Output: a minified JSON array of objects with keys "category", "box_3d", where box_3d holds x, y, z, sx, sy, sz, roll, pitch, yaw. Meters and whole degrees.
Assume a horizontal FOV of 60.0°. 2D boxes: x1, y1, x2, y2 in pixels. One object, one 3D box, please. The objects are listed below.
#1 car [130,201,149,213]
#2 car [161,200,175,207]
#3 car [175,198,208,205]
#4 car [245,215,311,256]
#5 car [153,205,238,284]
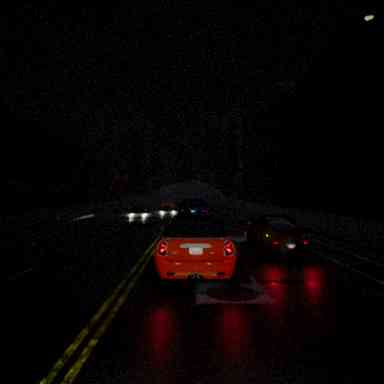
[{"category":"car","box_3d":[-6.621,1.831,42.219,1.882,1.535,5.008,0,-1,0]},{"category":"car","box_3d":[-3.335,1.870,47.606,1.882,1.535,5.008,0,-1,0]},{"category":"car","box_3d":[0.066,1.447,25.282,2.150,2.045,5.566,0,0,0]},{"category":"car","box_3d":[3.345,1.648,13.524,1.812,1.442,4.674,0,0,0]},{"category":"car","box_3d":[0.086,1.443,9.992,2.097,1.767,4.553,0,-1,0]}]
